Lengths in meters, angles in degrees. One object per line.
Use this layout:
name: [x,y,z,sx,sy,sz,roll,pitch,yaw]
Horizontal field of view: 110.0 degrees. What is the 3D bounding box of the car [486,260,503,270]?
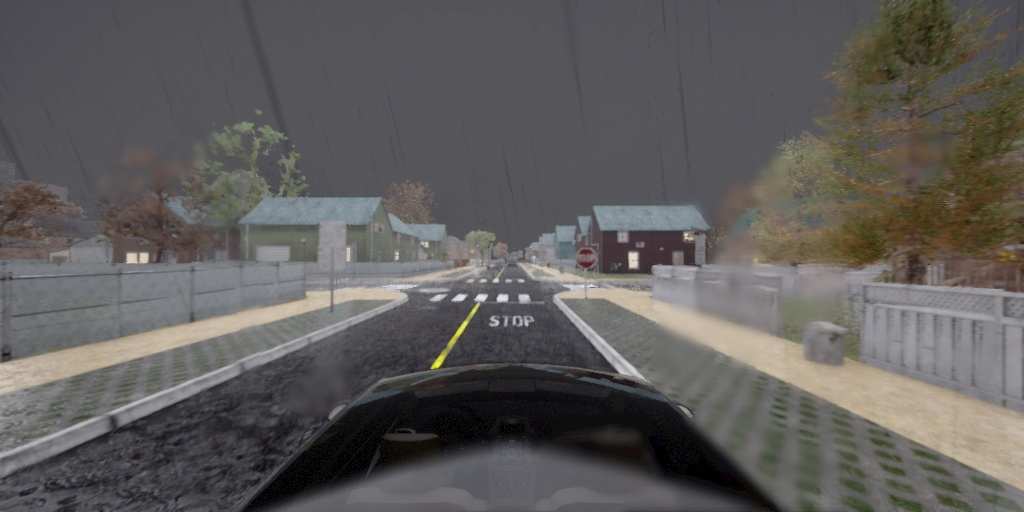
car: [-2.813,1.319,53.092,2.128,1.511,4.902,0,0,0]
